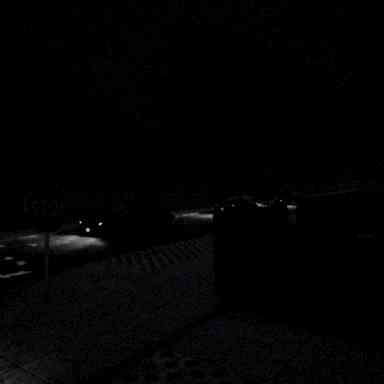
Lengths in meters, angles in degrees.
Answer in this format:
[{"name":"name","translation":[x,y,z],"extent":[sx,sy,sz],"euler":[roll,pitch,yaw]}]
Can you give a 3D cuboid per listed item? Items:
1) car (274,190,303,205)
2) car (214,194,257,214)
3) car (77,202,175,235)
[{"name":"car","translation":[10.471,0.578,35.932],"extent":[1.837,1.490,4.892],"euler":[0,2,36]},{"name":"car","translation":[3.554,0.913,26.247],"extent":[1.812,1.442,4.674],"euler":[0,2,35]},{"name":"car","translation":[-3.088,1.227,16.923],"extent":[2.033,1.411,5.357],"euler":[0,2,36]}]
